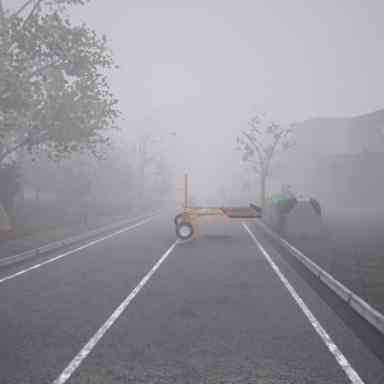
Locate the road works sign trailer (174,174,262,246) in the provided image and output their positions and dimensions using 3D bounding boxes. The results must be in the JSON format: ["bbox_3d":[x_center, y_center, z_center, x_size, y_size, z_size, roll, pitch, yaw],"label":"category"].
[{"bbox_3d":[1.032,0.662,14.511,3.560,2.880,2.380,0,5,-5],"label":"road works sign trailer"}]

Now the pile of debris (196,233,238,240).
[{"bbox_3d":[1.164,2.107,15.807,1.860,0.140,1.500,0,0,3],"label":"pile of debris"}]

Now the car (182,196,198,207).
[{"bbox_3d":[-0.253,1.314,44.773,1.837,1.490,4.892,0,0,2],"label":"car"}]
